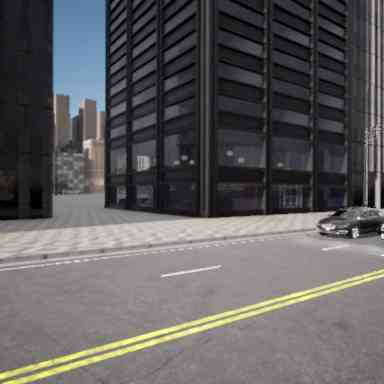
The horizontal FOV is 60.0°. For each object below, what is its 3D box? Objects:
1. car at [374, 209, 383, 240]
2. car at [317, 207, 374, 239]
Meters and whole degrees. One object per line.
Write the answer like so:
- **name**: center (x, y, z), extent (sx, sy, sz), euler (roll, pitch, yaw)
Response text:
- **car**: center (10.597, 1.591, 15.241), extent (4.892, 1.490, 1.837), euler (0, 0, -36)
- **car**: center (8.702, 1.591, 17.880), extent (4.892, 1.490, 1.837), euler (0, 0, -36)
